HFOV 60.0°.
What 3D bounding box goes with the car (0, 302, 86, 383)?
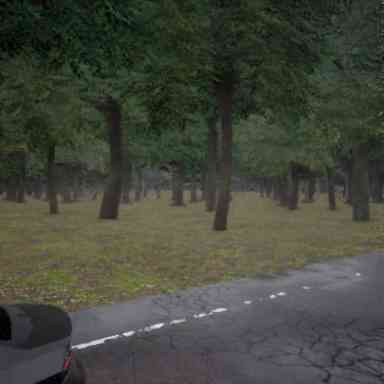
[{"bbox_3d":[-3.116,1.493,1.767,4.892,1.490,1.837,1,0,-36],"label":"car"}]
